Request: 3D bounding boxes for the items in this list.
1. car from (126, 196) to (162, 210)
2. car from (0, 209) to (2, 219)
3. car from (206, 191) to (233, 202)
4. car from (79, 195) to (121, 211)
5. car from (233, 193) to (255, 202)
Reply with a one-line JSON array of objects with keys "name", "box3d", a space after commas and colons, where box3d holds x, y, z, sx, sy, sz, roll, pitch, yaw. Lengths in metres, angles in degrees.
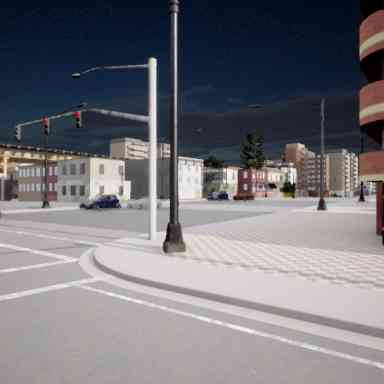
[{"name": "car", "box3d": [-5.321, 1.240, 37.531, 1.812, 1.442, 4.674, 0, 1, 37]}, {"name": "car", "box3d": [-15.732, 1.504, 23.334, 1.994, 1.385, 4.181, 0, 0, 34]}, {"name": "car", "box3d": [4.367, 0.697, 56.347, 2.097, 1.767, 4.553, 0, 1, 37]}, {"name": "car", "box3d": [-10.175, 1.123, 36.851, 2.097, 1.767, 4.553, 0, 1, 37]}, {"name": "car", "box3d": [8.726, 0.901, 56.299, 1.895, 1.301, 4.718, 0, 1, 37]}]
